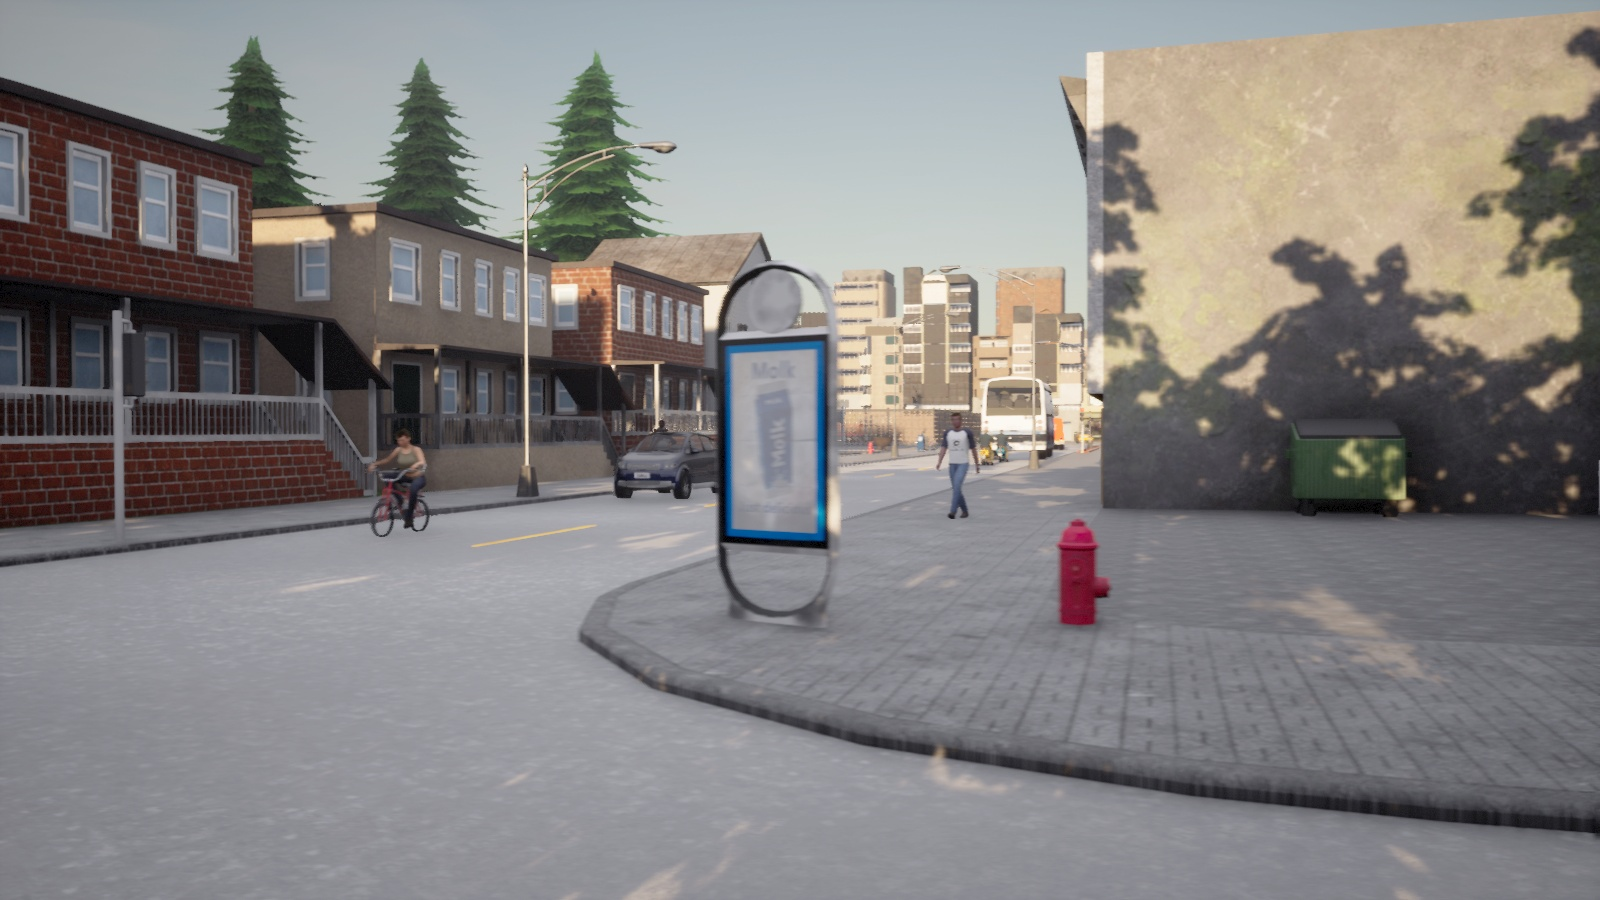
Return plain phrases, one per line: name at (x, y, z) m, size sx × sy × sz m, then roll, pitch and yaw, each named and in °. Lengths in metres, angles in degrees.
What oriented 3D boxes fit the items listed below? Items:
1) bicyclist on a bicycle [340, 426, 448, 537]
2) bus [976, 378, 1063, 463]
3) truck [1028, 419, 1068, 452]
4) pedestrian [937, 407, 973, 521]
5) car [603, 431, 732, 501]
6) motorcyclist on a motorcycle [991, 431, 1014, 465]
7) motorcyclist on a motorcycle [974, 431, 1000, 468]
bicyclist on a bicycle at (-6.131, 0.442, 19.047) m, size 0.866 × 1.612 × 1.509 m, roll 0°, pitch 1°, yaw 16°
bus at (12.119, -1.574, 68.439) m, size 3.944 × 4.253 × 10.273 m, roll 0°, pitch 1°, yaw 14°
truck at (19.171, -1.108, 97.253) m, size 2.627 × 2.467 × 5.204 m, roll 0°, pitch 1°, yaw 7°
pedestrian at (2.545, 0.224, 20.614) m, size 0.354 × 1.836 × 0.706 m, roll 1°, pitch 1°, yaw 27°
car at (-3.068, 0.327, 29.817) m, size 1.789 × 1.549 × 3.705 m, roll 0°, pitch 1°, yaw 16°
motorcyclist on a motorcycle at (9.684, -0.121, 60.019) m, size 0.866 × 1.590 × 1.817 m, roll 0°, pitch 1°, yaw 16°
motorcyclist on a motorcycle at (8.113, -0.041, 54.507) m, size 0.866 × 1.590 × 1.817 m, roll 0°, pitch 1°, yaw 16°
